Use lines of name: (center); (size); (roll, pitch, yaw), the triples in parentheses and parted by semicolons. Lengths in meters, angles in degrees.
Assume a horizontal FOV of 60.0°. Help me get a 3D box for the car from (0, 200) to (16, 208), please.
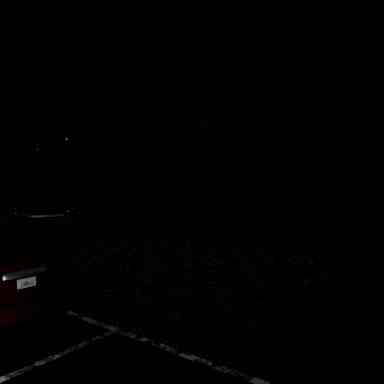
car: (-18.271, 1.502, 29.784); (2.097, 1.767, 4.553); (-1, -1, 37)

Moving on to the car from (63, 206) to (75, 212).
car: (-12.196, 1.837, 37.970); (1.895, 1.301, 4.718); (-1, -1, 36)

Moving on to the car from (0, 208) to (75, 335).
car: (-4.171, 1.316, 5.927); (5.009, 1.841, 2.192); (0, -1, 36)
